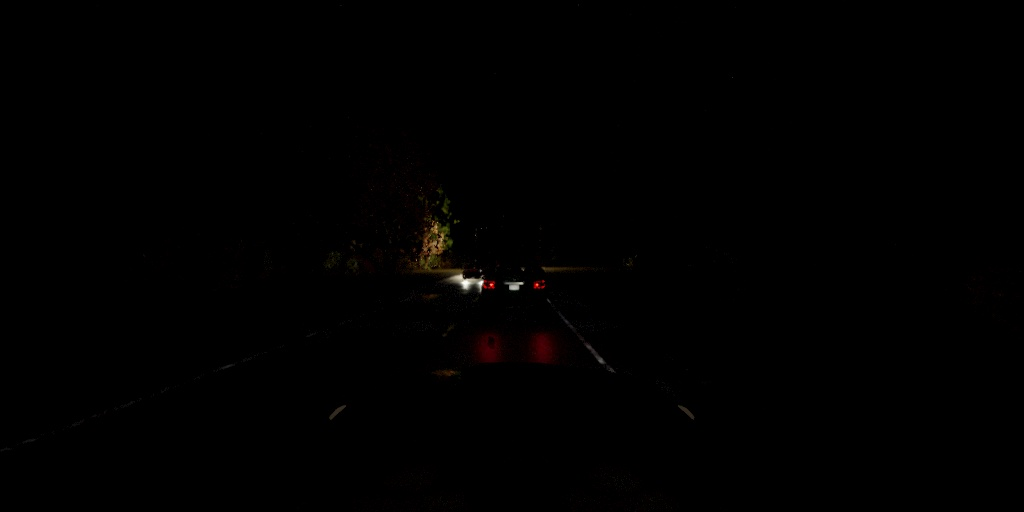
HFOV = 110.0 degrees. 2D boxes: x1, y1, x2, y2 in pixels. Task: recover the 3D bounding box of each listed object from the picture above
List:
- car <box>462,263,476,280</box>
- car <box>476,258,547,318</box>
[{"bbox_3d":[-3.636,1.456,35.476,2.097,1.767,4.553,0,-1,0],"label":"car"},{"bbox_3d":[0.076,1.087,13.693,2.150,2.045,5.566,0,0,0],"label":"car"}]
